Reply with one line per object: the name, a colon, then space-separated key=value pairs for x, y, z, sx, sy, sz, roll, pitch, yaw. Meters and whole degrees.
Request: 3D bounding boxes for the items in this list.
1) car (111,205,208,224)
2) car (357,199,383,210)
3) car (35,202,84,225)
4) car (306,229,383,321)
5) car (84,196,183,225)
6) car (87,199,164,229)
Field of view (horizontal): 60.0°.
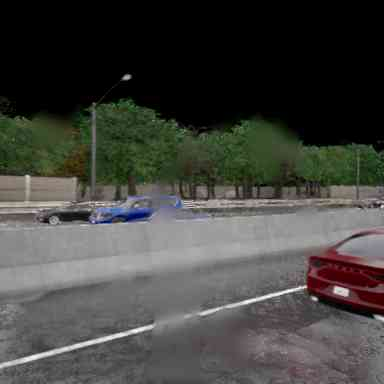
car: x=-1.217 y=1.548 z=16.042 sx=4.674 sy=1.442 sz=1.812 roll=0 pitch=0 yaw=-36
car: x=25.822 y=1.737 z=48.032 sx=4.892 sy=1.490 sz=1.837 roll=0 pitch=0 yaw=-35
car: x=-8.524 y=1.497 z=23.725 sx=4.892 sy=1.490 sz=1.837 roll=0 pitch=0 yaw=-36
car: x=4.494 y=1.517 z=6.973 sx=5.008 sy=1.535 sz=1.882 roll=0 pitch=0 yaw=-36
car: x=-2.934 y=1.239 z=19.118 sx=5.566 sy=2.045 sz=2.150 roll=0 pitch=0 yaw=-36
car: x=-4.421 y=1.367 z=22.355 sx=4.553 sy=1.767 sz=2.097 roll=0 pitch=0 yaw=-36
